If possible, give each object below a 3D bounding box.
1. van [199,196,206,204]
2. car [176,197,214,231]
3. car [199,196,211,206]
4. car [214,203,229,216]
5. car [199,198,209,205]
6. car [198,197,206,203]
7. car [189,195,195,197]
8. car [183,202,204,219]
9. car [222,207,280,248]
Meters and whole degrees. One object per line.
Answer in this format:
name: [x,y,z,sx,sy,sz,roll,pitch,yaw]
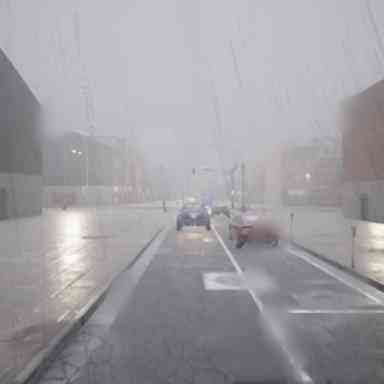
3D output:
van: [2.616,2.056,85.144,1.690,1.788,3.998,-1,-1,0]
car: [0.098,1.443,21.661,2.097,1.767,4.553,0,0,0]
car: [2.617,1.825,69.275,2.192,1.841,5.009,-1,-1,0]
car: [2.626,1.706,31.734,2.008,1.369,4.403,-1,0,0]
car: [2.621,2.126,74.561,2.008,1.369,4.403,-1,-1,0]
car: [2.617,2.230,90.432,1.967,1.590,4.097,-1,-1,0]
car: [0.000,1.804,84.918,2.150,2.045,5.566,0,-1,0]
car: [0.129,1.679,31.479,1.812,1.442,4.674,0,0,1]
car: [2.627,1.600,14.858,1.887,1.381,4.507,-1,0,0]
